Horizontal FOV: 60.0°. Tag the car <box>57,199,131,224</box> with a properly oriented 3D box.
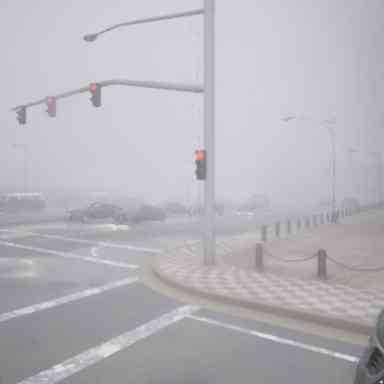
[{"bbox_3d":[-7.558,1.562,25.952,2.128,1.511,4.902,0,0,36],"label":"car"}]

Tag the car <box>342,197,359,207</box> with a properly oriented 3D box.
[{"bbox_3d":[25.008,1.550,52.550,1.837,1.490,4.892,0,0,36],"label":"car"}]

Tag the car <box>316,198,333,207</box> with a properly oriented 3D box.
[{"bbox_3d":[21.490,1.614,53.663,1.994,1.385,4.181,0,0,36],"label":"car"}]

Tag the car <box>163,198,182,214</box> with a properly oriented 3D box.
[{"bbox_3d":[-2.344,1.632,33.121,1.994,1.385,4.181,0,0,36],"label":"car"}]

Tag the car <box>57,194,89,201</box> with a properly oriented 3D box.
[{"bbox_3d":[-23.583,1.253,65.994,1.932,1.855,4.605,0,0,36],"label":"car"}]

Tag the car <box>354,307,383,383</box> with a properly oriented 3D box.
[{"bbox_3d":[3.711,1.217,1.316,5.566,2.045,2.150,0,0,36],"label":"car"}]

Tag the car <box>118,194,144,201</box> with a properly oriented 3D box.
[{"bbox_3d":[-9.897,1.478,56.082,1.970,1.475,3.806,0,0,36],"label":"car"}]

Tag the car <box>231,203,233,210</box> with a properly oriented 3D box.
[{"bbox_3d":[3.538,1.665,41.200,1.895,1.301,4.718,0,0,36],"label":"car"}]

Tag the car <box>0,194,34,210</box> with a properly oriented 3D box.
[{"bbox_3d":[-25.809,1.460,49.018,1.784,1.438,3.905,0,0,36],"label":"car"}]

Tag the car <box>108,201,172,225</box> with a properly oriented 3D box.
[{"bbox_3d":[-3.835,1.631,25.121,1.994,1.385,4.181,0,0,36],"label":"car"}]

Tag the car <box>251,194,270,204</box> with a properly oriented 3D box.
[{"bbox_3d":[9.839,1.282,49.794,2.150,2.045,5.566,0,0,34],"label":"car"}]

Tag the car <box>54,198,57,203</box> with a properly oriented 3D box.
[{"bbox_3d":[-25.882,1.466,67.757,1.784,1.438,3.905,0,0,36],"label":"car"}]

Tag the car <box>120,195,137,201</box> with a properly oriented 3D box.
[{"bbox_3d":[-15.576,1.492,81.860,1.970,1.475,3.806,0,0,36],"label":"car"}]

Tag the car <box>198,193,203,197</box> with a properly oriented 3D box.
[{"bbox_3d":[2.606,1.230,68.575,1.905,1.878,3.866,0,0,36],"label":"car"}]

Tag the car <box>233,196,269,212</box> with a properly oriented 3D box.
[{"bbox_3d":[7.202,1.586,40.273,1.812,1.442,4.674,0,0,36],"label":"car"}]

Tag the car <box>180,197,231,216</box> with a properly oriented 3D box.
[{"bbox_3d":[1.382,1.555,32.295,2.128,1.511,4.902,0,0,36],"label":"car"}]

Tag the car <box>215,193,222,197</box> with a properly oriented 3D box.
[{"bbox_3d":[4.909,1.224,66.821,1.932,1.855,4.605,0,0,36],"label":"car"}]

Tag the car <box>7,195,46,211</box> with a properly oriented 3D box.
[{"bbox_3d":[-23.474,1.489,47.307,1.970,1.475,3.806,0,0,36],"label":"car"}]
